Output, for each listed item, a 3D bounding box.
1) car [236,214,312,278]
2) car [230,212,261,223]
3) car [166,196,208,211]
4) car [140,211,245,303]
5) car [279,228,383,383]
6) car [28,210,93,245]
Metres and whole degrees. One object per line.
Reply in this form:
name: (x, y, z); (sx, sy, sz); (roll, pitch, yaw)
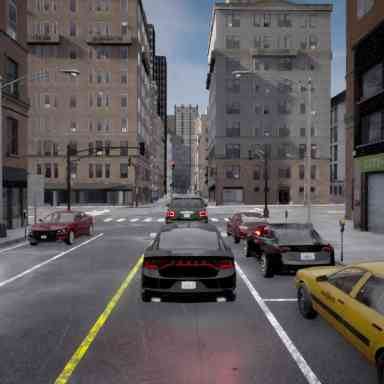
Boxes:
car: (2.719, 1.562, 9.985); (1.947, 1.339, 4.313); (-1, 0, -1)
car: (2.631, 1.576, 15.570); (1.802, 1.307, 4.206); (-1, 0, -1)
car: (-0.284, 1.215, 18.423); (2.150, 2.045, 5.566); (0, 0, -1)
car: (-0.079, 1.475, 8.292); (1.882, 1.535, 5.008); (0, 0, 0)
car: (2.803, 1.524, 4.569); (1.752, 1.417, 4.829); (-1, 0, -1)
car: (-5.913, 1.539, 15.432); (1.887, 1.381, 4.507); (-1, 0, -1)
